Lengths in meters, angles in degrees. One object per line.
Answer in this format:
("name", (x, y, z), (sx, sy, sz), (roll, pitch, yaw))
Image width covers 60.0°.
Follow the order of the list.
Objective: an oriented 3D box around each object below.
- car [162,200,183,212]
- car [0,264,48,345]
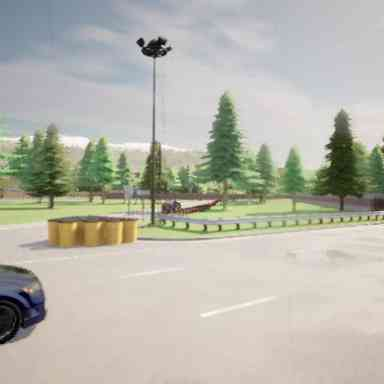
("car", (-2.522, 1.808, 42.892), (1.812, 1.442, 4.674), (1, 0, 11))
("car", (-4.420, 1.554, 4.892), (4.181, 1.385, 1.994), (1, 0, -35))
